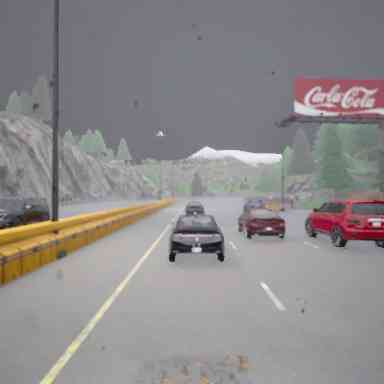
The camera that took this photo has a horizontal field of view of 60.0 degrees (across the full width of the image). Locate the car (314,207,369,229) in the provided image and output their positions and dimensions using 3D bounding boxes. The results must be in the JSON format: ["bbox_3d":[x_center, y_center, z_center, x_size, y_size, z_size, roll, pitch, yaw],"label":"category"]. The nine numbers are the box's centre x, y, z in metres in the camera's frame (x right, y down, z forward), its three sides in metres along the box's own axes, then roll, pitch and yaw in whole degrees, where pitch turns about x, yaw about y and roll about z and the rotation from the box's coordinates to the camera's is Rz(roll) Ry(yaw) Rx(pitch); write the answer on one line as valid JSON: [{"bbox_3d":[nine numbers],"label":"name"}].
[{"bbox_3d":[10.728,1.809,24.231,1.895,1.301,4.718,0,0,0],"label":"car"}]

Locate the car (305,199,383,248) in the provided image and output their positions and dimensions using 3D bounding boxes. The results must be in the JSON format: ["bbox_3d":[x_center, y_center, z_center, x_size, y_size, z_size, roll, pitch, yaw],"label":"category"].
[{"bbox_3d":[7.181,1.357,15.601,2.150,2.045,5.566,0,0,0],"label":"car"}]

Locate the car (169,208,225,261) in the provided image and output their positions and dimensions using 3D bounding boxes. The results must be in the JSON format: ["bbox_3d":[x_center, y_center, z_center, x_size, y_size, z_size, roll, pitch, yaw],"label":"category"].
[{"bbox_3d":[0.165,1.585,12.710,2.128,1.511,4.902,0,0,0],"label":"car"}]

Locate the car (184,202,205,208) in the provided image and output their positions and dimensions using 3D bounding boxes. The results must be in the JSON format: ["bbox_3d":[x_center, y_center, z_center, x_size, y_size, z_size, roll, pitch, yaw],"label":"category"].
[{"bbox_3d":[0.274,1.752,33.841,1.837,1.490,4.892,0,0,0],"label":"car"}]

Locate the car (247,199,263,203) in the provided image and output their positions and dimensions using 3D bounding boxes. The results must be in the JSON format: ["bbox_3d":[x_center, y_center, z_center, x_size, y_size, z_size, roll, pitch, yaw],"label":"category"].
[{"bbox_3d":[7.300,1.656,39.171,2.097,1.767,4.553,0,0,0],"label":"car"}]

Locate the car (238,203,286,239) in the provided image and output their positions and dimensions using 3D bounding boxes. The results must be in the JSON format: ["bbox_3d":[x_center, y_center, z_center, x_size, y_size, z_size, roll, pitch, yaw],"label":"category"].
[{"bbox_3d":[3.696,1.622,18.356,1.882,1.535,5.008,0,0,0],"label":"car"}]

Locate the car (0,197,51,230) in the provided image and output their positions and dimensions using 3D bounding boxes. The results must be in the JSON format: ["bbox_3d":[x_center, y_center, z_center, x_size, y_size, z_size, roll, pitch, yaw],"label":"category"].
[{"bbox_3d":[-10.460,1.336,19.905,2.150,2.045,5.566,0,-1,1],"label":"car"}]
